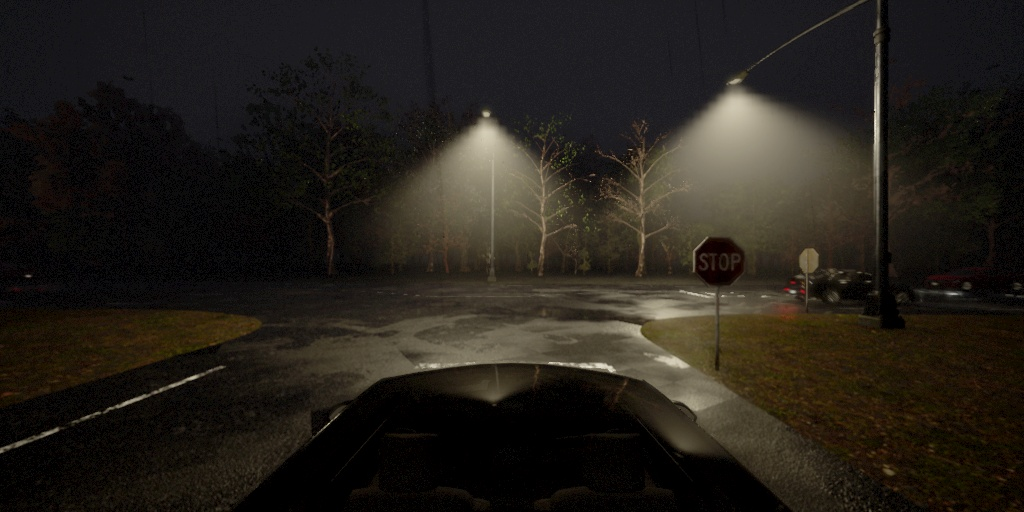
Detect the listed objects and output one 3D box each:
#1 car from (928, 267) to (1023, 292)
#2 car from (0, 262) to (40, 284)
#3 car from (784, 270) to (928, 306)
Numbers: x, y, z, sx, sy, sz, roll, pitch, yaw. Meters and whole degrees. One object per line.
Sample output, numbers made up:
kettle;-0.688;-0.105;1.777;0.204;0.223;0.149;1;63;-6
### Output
car;29.666;1.493;23.009;5.008;1.535;1.882;-1;0;0
car;-34.315;1.125;23.792;4.674;1.442;1.812;0;0;1
car;15.073;1.379;16.136;4.892;1.490;1.837;0;0;0
